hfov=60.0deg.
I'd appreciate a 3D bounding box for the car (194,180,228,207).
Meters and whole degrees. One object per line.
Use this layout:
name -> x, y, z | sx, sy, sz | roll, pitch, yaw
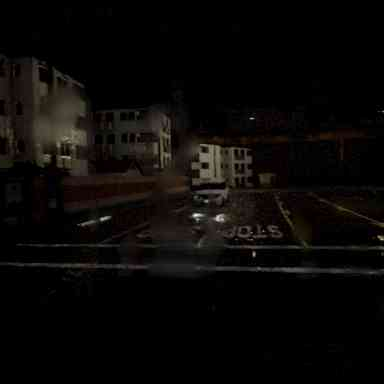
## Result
car -> 1.633, 0.107, 26.719 | 2.150, 2.045, 5.566 | -1, 4, 12
